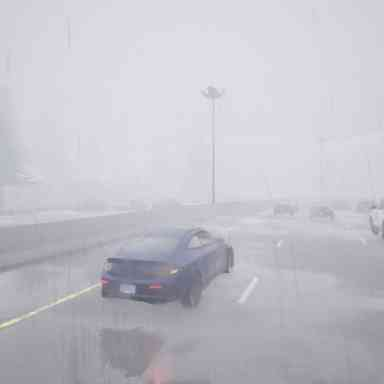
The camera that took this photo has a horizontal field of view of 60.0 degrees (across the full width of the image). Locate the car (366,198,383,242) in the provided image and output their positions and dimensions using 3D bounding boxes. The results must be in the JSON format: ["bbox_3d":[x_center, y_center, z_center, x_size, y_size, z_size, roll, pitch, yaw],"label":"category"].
[{"bbox_3d":[9.973,1.216,15.721,2.150,2.045,5.566,0,0,20],"label":"car"}]

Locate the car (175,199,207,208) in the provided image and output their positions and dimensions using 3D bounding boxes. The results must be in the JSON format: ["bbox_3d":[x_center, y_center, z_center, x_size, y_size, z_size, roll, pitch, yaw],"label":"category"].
[{"bbox_3d":[0.213,1.521,38.405,1.812,1.442,4.674,0,0,27],"label":"car"}]

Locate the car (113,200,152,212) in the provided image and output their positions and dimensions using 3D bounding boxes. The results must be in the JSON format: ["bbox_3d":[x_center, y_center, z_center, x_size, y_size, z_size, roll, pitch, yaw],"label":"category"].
[{"bbox_3d":[-7.145,1.598,39.235,1.895,1.301,4.718,0,0,25],"label":"car"}]

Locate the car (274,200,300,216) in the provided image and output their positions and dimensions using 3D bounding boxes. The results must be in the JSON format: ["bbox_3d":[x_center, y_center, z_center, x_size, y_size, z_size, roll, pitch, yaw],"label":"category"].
[{"bbox_3d":[9.339,1.521,32.841,1.812,1.442,4.674,0,0,26],"label":"car"}]

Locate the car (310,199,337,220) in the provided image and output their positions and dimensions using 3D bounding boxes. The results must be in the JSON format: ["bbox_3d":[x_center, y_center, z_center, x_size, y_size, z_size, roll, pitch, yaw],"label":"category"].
[{"bbox_3d":[11.014,1.521,28.092,1.812,1.442,4.674,0,0,23],"label":"car"}]

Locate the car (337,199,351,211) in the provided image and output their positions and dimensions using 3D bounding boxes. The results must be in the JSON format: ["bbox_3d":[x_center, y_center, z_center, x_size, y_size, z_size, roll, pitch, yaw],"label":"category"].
[{"bbox_3d":[17.765,1.557,40.213,1.994,1.385,4.181,0,0,35],"label":"car"}]

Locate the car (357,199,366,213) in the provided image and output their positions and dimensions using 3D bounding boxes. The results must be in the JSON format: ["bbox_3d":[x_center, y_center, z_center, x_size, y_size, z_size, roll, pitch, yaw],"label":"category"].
[{"bbox_3d":[19.127,1.495,36.043,1.837,1.490,4.892,-1,-1,32],"label":"car"}]

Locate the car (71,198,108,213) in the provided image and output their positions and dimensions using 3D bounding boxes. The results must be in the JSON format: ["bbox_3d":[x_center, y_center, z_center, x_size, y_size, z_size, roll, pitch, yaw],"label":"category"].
[{"bbox_3d":[-11.601,1.489,37.779,2.128,1.511,4.902,0,0,23],"label":"car"}]

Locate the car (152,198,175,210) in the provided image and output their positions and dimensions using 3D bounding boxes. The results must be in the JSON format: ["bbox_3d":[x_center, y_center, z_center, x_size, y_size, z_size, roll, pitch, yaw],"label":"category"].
[{"bbox_3d":[-3.006,1.474,39.773,1.882,1.535,5.008,0,0,27],"label":"car"}]

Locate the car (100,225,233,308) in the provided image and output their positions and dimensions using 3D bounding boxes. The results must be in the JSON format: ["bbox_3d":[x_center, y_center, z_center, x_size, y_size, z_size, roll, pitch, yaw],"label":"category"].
[{"bbox_3d":[-0.326,1.525,7.967,1.812,1.442,4.674,0,0,20],"label":"car"}]
